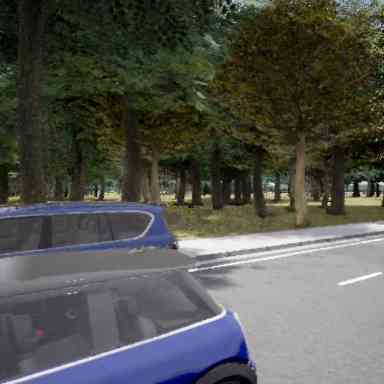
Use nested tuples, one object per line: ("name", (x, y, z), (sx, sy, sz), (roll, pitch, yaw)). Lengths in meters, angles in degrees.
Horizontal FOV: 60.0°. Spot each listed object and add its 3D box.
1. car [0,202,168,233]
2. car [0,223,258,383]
("car", (-2.812, 1.224, 5.671), (5.566, 2.045, 2.150), (0, 0, -35))
("car", (-1.667, 1.352, 2.496), (4.553, 1.767, 2.097), (0, 0, -35))
